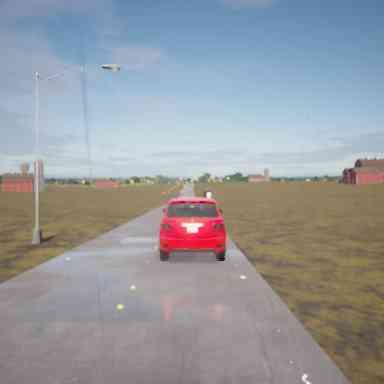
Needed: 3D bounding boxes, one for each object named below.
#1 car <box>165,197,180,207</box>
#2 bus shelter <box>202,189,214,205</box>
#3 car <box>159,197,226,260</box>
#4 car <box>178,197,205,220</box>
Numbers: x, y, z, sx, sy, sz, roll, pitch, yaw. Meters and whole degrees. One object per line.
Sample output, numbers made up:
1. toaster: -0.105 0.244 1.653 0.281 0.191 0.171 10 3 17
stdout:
1. car: -3.021 1.530 52.069 1.994 1.385 4.181 0 0 0
2. bus shelter: 2.946 0.838 61.119 1.920 2.740 3.880 2 2 0
3. car: 0.020 1.213 12.542 2.150 2.045 5.566 0 0 0
4. car: -0.038 1.333 28.944 2.097 1.767 4.553 0 0 0
